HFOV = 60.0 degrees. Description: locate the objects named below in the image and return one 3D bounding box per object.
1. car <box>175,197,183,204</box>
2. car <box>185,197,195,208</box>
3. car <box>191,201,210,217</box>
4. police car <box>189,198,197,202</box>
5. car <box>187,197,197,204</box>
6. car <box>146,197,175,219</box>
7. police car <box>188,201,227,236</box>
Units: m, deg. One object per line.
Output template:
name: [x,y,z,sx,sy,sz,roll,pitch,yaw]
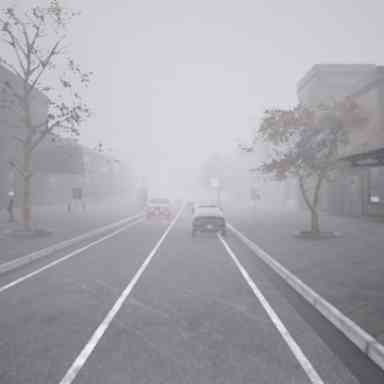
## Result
car: [-3.025,1.731,72.774,1.882,1.535,5.008,0,0,0]
car: [-0.020,1.917,56.086,1.837,1.490,4.892,0,0,0]
car: [0.887,1.758,35.416,1.882,1.535,5.008,0,0,0]
police car: [0.889,1.657,29.527,1.930,1.638,5.238,0,0,0]
car: [-0.025,1.812,71.084,2.033,1.411,5.357,0,0,0]
car: [-3.110,1.475,32.224,2.150,2.045,5.566,0,0,0]
police car: [0.893,1.574,19.527,1.930,1.638,5.238,0,0,0]
